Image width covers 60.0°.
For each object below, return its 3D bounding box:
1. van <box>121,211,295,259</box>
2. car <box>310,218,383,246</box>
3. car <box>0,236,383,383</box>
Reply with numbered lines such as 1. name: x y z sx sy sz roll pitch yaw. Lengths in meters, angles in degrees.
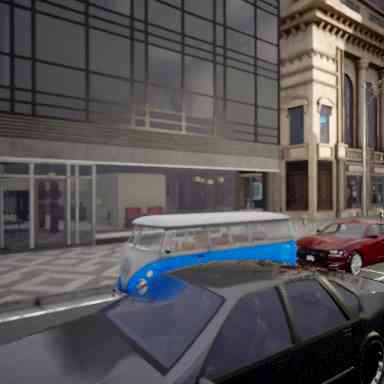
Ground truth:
1. van: 0.447 1.332 6.973 3.998 1.788 1.690 0 0 -36
2. car: 5.007 1.524 10.227 4.507 1.381 1.887 0 0 -36
3. car: 0.386 1.543 3.609 5.357 1.411 2.033 0 0 -35
